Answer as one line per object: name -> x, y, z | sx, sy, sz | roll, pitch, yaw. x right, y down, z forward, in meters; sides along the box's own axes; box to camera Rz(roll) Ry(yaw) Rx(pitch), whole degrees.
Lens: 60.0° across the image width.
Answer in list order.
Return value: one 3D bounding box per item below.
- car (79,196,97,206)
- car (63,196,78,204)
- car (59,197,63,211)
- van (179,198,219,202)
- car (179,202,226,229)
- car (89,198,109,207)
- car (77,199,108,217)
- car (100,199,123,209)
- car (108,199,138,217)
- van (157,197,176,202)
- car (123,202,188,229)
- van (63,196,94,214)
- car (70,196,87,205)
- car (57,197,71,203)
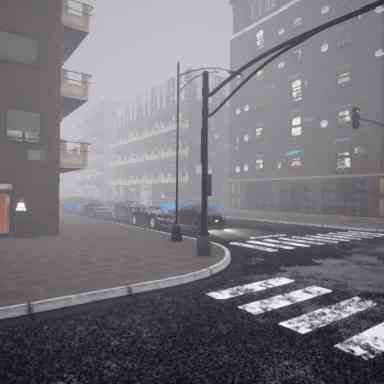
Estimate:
car -> -18.271, 1.597, 58.266 | 1.967, 1.590, 4.097 | 1, -1, -35
car -> -24.637, 1.614, 67.467 | 1.967, 1.590, 4.097 | 1, -1, -35
car -> -15.202, 1.581, 39.980 | 2.008, 1.369, 4.403 | 1, -1, -35
van -> 0.829, 1.439, 30.664 | 1.690, 1.788, 3.998 | 1, -1, -35
car -> 0.358, 1.581, 21.823 | 1.994, 1.385, 4.181 | 1, -1, -35
car -> -15.089, 1.730, 53.664 | 1.802, 1.307, 4.206 | 1, -1, -35
car -> -8.837, 1.592, 30.779 | 1.802, 1.307, 4.206 | 1, -1, -35
car -> -11.906, 1.683, 49.064 | 1.887, 1.381, 4.507 | 1, -1, -35
car -> -5.546, 1.528, 30.359 | 2.128, 1.511, 4.902 | 1, -1, -35
van -> -2.355, 1.450, 35.264 | 1.690, 1.788, 3.998 | 1, -1, -35
car -> -2.470, 1.540, 21.579 | 2.008, 1.369, 4.403 | 1, -1, -35
van -> -12.018, 1.361, 35.381 | 1.690, 1.788, 3.998 | 1, -1, -35
car -> -21.454, 1.606, 62.866 | 1.967, 1.590, 4.097 | 1, -1, -35
car -> -27.821, 1.727, 72.066 | 1.887, 1.381, 4.507 | 1, -1, -35
